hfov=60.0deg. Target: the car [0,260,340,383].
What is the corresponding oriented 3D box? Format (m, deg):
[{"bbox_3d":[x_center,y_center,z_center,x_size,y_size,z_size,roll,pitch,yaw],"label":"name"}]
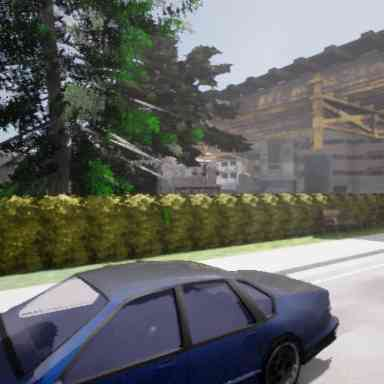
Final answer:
[{"bbox_3d":[-0.604,1.544,3.558,5.357,1.411,2.033,0,0,-35],"label":"car"}]
